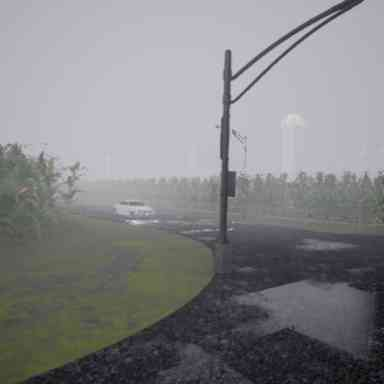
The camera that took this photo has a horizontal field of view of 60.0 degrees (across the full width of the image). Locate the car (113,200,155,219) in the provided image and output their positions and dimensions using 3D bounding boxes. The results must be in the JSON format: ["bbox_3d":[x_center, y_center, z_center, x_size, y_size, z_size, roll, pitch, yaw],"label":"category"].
[{"bbox_3d":[-4.744,1.354,26.704,1.812,1.442,4.674,2,-1,-38],"label":"car"}]
